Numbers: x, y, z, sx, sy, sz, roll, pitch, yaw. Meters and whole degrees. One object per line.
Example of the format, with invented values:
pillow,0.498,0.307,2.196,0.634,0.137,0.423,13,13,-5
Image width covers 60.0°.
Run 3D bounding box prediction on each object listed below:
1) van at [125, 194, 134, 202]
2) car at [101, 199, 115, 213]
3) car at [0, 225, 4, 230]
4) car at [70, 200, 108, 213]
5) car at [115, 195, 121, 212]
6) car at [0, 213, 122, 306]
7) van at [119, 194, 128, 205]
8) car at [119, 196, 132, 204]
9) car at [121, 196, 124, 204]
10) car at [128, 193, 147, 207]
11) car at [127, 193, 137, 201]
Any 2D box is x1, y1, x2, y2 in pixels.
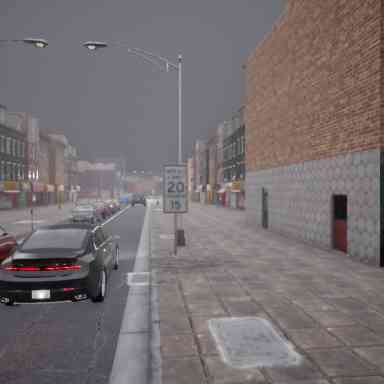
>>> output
van,-13.544,1.298,72.005,1.690,1.788,3.998,0,0,-7
car,-8.147,1.523,28.870,1.887,1.381,4.507,0,0,-7
car,-5.450,1.442,7.303,1.967,1.590,4.097,0,0,-7
car,-7.472,1.534,23.479,2.008,1.369,4.403,0,0,-7
car,-8.822,1.414,34.262,1.967,1.590,4.097,0,0,-7
car,-2.886,1.501,8.096,1.837,1.490,4.892,0,0,-7
van,-11.521,1.302,55.830,1.690,1.788,3.998,0,0,-7
car,-12.194,1.525,61.222,1.947,1.339,4.313,0,0,-7
car,-9.475,1.495,39.486,1.752,1.417,4.829,0,0,-7
car,-8.211,1.180,51.454,2.150,2.045,5.566,0,0,-7
car,-14.894,1.273,82.789,2.192,1.841,5.009,0,0,-7
